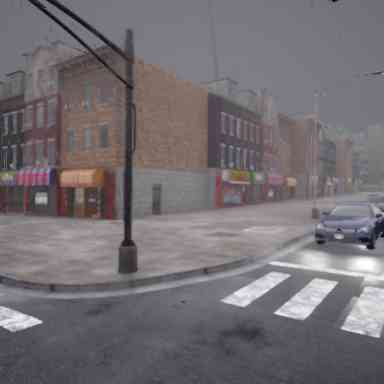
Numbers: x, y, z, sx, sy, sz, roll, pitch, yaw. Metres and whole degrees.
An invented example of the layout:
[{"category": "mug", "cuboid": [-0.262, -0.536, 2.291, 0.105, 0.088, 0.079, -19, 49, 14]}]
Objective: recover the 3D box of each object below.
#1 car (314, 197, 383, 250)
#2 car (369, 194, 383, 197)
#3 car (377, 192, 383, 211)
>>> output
[{"category": "car", "cuboid": [6.126, 1.121, 12.575, 1.812, 1.442, 4.674, 1, 2, 37]}, {"category": "car", "cuboid": [11.463, 0.888, 20.105, 1.837, 1.490, 4.892, 1, 2, 35]}, {"category": "car", "cuboid": [16.779, 0.745, 27.588, 1.994, 1.385, 4.181, 1, 2, 36]}]
